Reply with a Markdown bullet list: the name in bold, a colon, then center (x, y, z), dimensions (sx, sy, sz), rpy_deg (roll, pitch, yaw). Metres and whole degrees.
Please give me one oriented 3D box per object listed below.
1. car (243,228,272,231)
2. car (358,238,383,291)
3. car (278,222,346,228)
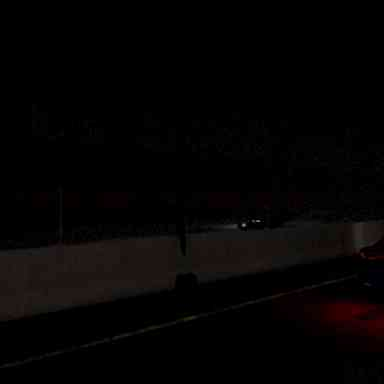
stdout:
- **car**: center (4.954, 1.647, 20.442), dimensions (4.902, 1.511, 2.128), rpy_deg (1, 0, -36)
- **car**: center (6.030, 1.570, 8.063), dimensions (5.008, 1.535, 1.882), rpy_deg (1, 0, -36)
- **car**: center (6.602, 1.676, 17.319), dimensions (4.674, 1.442, 1.812), rpy_deg (1, 0, -36)
